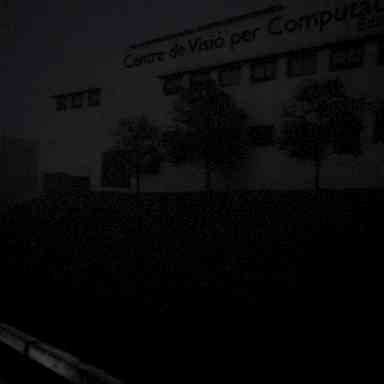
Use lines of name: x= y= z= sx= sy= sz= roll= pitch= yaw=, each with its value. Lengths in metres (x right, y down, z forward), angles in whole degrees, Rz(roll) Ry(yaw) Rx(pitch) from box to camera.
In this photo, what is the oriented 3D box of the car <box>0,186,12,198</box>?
car: x=-29.361 y=-0.011 z=49.415 sx=2.097 sy=1.767 sz=4.553 roll=3 pitch=1 yaw=33
